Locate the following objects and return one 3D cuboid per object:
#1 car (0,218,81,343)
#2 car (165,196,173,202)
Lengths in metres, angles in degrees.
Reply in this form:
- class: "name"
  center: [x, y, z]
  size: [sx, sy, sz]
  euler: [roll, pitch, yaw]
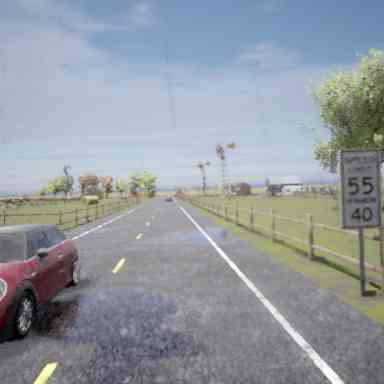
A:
- class: "car"
  center: [-3.829, 1.506, 6.691]
  size: [2.097, 1.767, 4.553]
  euler: [-2, 0, -4]
- class: "car"
  center: [-6.211, 1.920, 90.137]
  size: [1.994, 1.385, 4.181]
  euler: [-2, 0, -4]
